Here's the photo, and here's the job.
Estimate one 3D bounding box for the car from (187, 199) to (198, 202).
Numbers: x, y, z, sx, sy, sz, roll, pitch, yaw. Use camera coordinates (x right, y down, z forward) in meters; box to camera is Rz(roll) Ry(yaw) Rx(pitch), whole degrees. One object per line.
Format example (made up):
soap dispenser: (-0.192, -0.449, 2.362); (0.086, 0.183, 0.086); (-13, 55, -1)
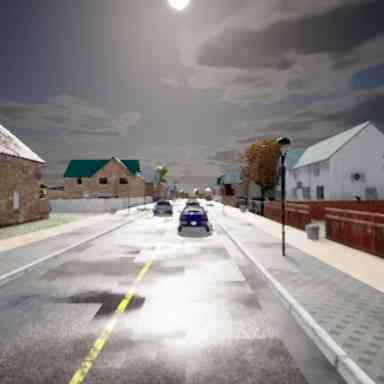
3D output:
car: (0.099, 1.648, 41.412); (1.812, 1.442, 4.674); (0, 0, 0)

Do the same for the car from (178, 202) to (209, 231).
car: (0.101, 1.570, 20.811); (1.812, 1.442, 4.674); (0, 0, 0)

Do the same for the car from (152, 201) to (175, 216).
car: (-2.844, 1.613, 33.417); (1.812, 1.442, 4.674); (0, 0, 0)
